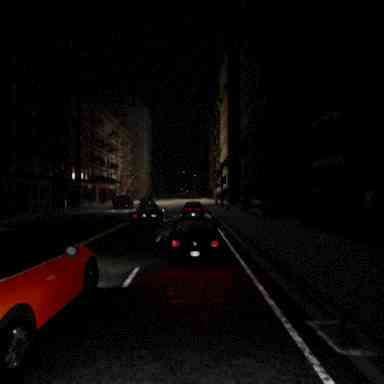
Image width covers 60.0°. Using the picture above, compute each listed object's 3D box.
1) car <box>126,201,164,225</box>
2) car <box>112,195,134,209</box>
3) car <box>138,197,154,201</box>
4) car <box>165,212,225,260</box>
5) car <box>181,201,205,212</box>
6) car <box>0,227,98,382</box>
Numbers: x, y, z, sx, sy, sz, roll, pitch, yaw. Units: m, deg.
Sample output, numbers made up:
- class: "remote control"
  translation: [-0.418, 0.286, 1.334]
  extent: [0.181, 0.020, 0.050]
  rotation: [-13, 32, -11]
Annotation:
- class: "car"
  translation: [-3.151, 1.615, 24.394]
  extent: [2.033, 1.411, 5.357]
  rotation: [0, 0, 0]
- class: "car"
  translation: [-9.754, 1.384, 47.509]
  extent: [2.150, 2.045, 5.566]
  rotation: [0, 0, 0]
- class: "car"
  translation: [-6.504, 1.482, 47.573]
  extent: [2.097, 1.767, 4.553]
  rotation: [0, 0, 0]
- class: "car"
  translation: [0.100, 1.638, 12.571]
  extent: [1.895, 1.301, 4.718]
  rotation: [0, 0, 0]
- class: "car"
  translation: [0.097, 1.585, 29.403]
  extent: [1.837, 1.490, 4.892]
  rotation: [0, 0, 0]
- class: "car"
  translation: [-3.155, 1.370, 5.651]
  extent: [2.097, 1.767, 4.553]
  rotation: [0, 0, 0]
